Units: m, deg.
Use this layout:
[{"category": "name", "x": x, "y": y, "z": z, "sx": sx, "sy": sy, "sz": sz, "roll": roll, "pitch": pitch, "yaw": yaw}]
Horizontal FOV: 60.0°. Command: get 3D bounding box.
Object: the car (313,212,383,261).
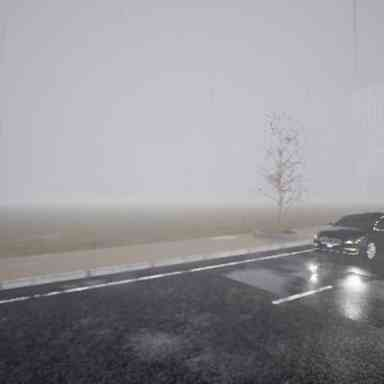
[{"category": "car", "x": 6.529, "y": 1.544, "z": 12.516, "sx": 4.892, "sy": 1.490, "sz": 1.837, "roll": 0, "pitch": 0, "yaw": -37}]
